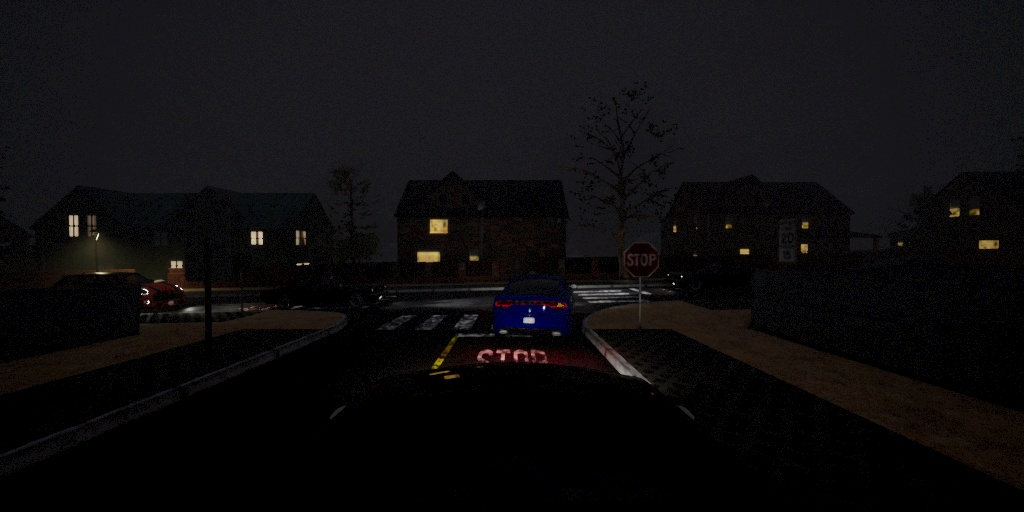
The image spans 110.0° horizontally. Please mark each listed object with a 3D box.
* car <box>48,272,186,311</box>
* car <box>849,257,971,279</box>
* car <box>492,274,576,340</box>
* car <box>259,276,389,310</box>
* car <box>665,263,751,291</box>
[{"bbox_3d":[-16.807,1.472,15.293,4.553,1.767,2.097,-1,1,0],"label":"car"},{"bbox_3d":[20.046,0.753,18.285,5.357,1.411,2.033,-1,1,0],"label":"car"},{"bbox_3d":[0.781,1.226,10.103,1.882,1.535,5.008,0,0,10],"label":"car"},{"bbox_3d":[-7.820,1.506,15.305,4.718,1.301,1.895,-1,1,0],"label":"car"},{"bbox_3d":[10.401,1.034,18.244,4.718,1.301,1.895,-1,1,-1],"label":"car"}]
